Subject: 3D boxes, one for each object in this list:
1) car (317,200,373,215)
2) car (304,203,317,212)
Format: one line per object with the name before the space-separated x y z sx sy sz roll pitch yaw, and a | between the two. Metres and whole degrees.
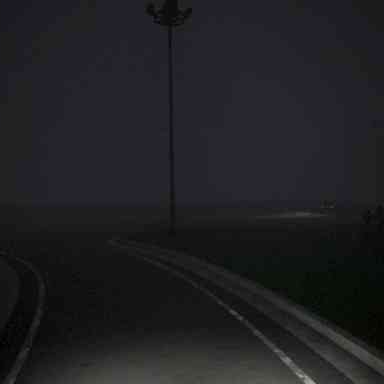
car | 15.513 1.579 33.516 4.718 1.301 1.895 -1 0 -12
car | 15.276 1.553 37.042 5.357 1.411 2.033 -1 0 -12
